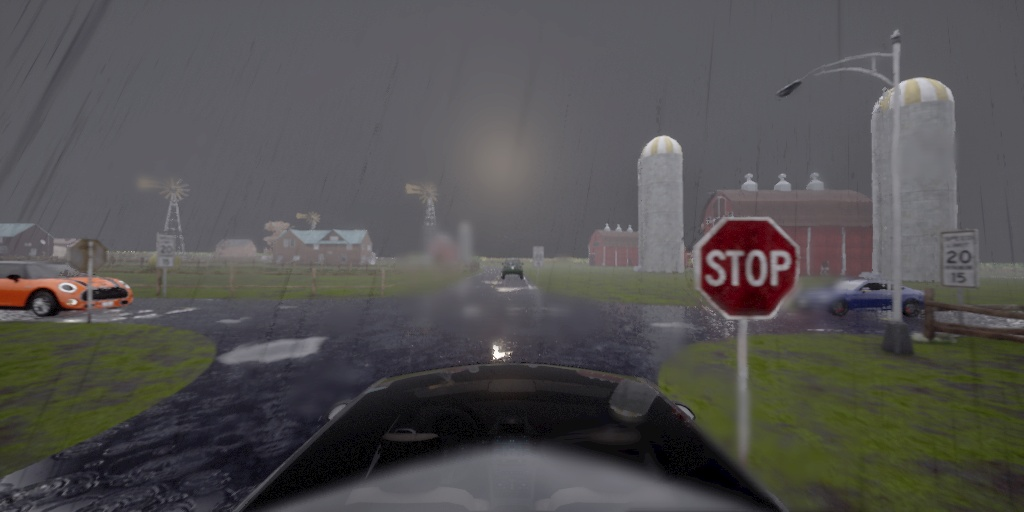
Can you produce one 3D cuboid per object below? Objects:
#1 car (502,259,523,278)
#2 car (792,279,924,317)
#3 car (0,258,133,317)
[{"bbox_3d":[0.070,1.351,39.304,2.150,2.045,5.566,0,-1,0],"label":"car"},{"bbox_3d":[14.407,1.676,14.944,4.674,1.442,1.812,1,-1,0],"label":"car"},{"bbox_3d":[-15.478,0.959,11.832,4.553,1.767,2.097,1,-1,1],"label":"car"}]
